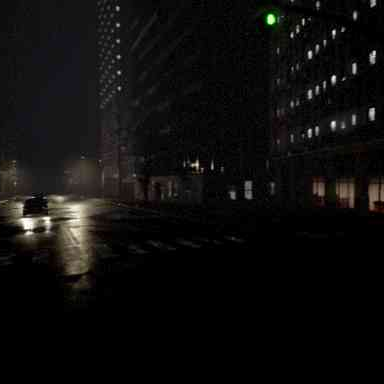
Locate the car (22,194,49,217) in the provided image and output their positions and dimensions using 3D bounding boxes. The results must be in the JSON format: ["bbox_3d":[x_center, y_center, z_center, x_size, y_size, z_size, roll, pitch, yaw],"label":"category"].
[{"bbox_3d":[-13.703,1.254,29.198,1.882,1.535,5.008,-2,1,-24],"label":"car"}]
